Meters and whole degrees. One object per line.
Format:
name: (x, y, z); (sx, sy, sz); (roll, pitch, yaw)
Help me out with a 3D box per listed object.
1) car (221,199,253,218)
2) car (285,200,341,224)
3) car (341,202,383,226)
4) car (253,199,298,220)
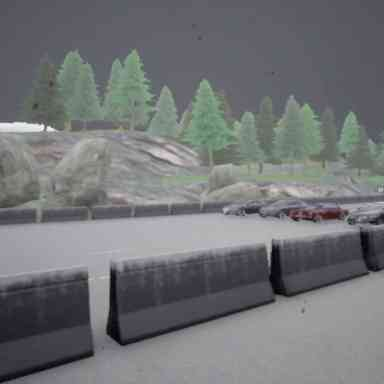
car: (4.716, 1.354, 28.850); (4.902, 1.511, 2.128); (-1, 0, -35)
car: (8.979, 1.461, 23.293); (4.718, 1.301, 1.895); (-1, 0, -35)
car: (11.684, 1.378, 20.923); (4.674, 1.442, 1.812); (-1, 0, -35)
car: (7.428, 1.359, 26.485); (4.892, 1.490, 1.837); (-1, 0, -35)
